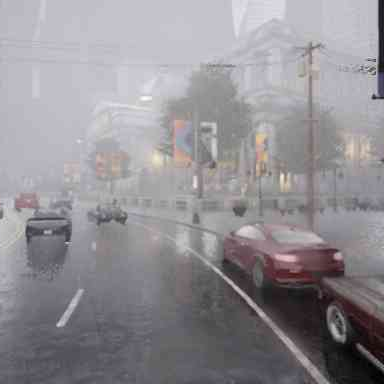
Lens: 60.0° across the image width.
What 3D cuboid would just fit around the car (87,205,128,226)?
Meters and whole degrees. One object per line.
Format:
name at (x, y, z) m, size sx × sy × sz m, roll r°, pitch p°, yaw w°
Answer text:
car at (-5.960, 1.515, 22.836) m, size 1.895 × 1.301 × 4.718 m, roll 0°, pitch 0°, yaw -27°

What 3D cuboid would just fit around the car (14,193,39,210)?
car at (-18.744, 1.101, 37.671) m, size 2.150 × 2.045 × 5.566 m, roll 0°, pitch 0°, yaw -31°

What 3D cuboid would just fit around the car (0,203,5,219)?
car at (-16.460, 1.270, 26.962) m, size 2.097 × 1.767 × 4.553 m, roll 0°, pitch 0°, yaw -31°

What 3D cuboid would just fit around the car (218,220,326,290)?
car at (2.098, 1.477, 8.946) m, size 2.002 × 1.452 × 4.674 m, roll 0°, pitch 0°, yaw -12°

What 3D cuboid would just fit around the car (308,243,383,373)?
car at (3.018, 1.574, 3.290) m, size 1.895 × 1.301 × 4.718 m, roll 0°, pitch 0°, yaw -2°

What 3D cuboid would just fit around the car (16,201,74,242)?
car at (-6.819, 1.437, 16.068) m, size 2.128 × 1.511 × 4.902 m, roll 0°, pitch 0°, yaw -20°

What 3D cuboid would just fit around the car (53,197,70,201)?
car at (-15.296, 1.372, 38.736) m, size 1.837 × 1.490 × 4.892 m, roll 0°, pitch 1°, yaw -31°
